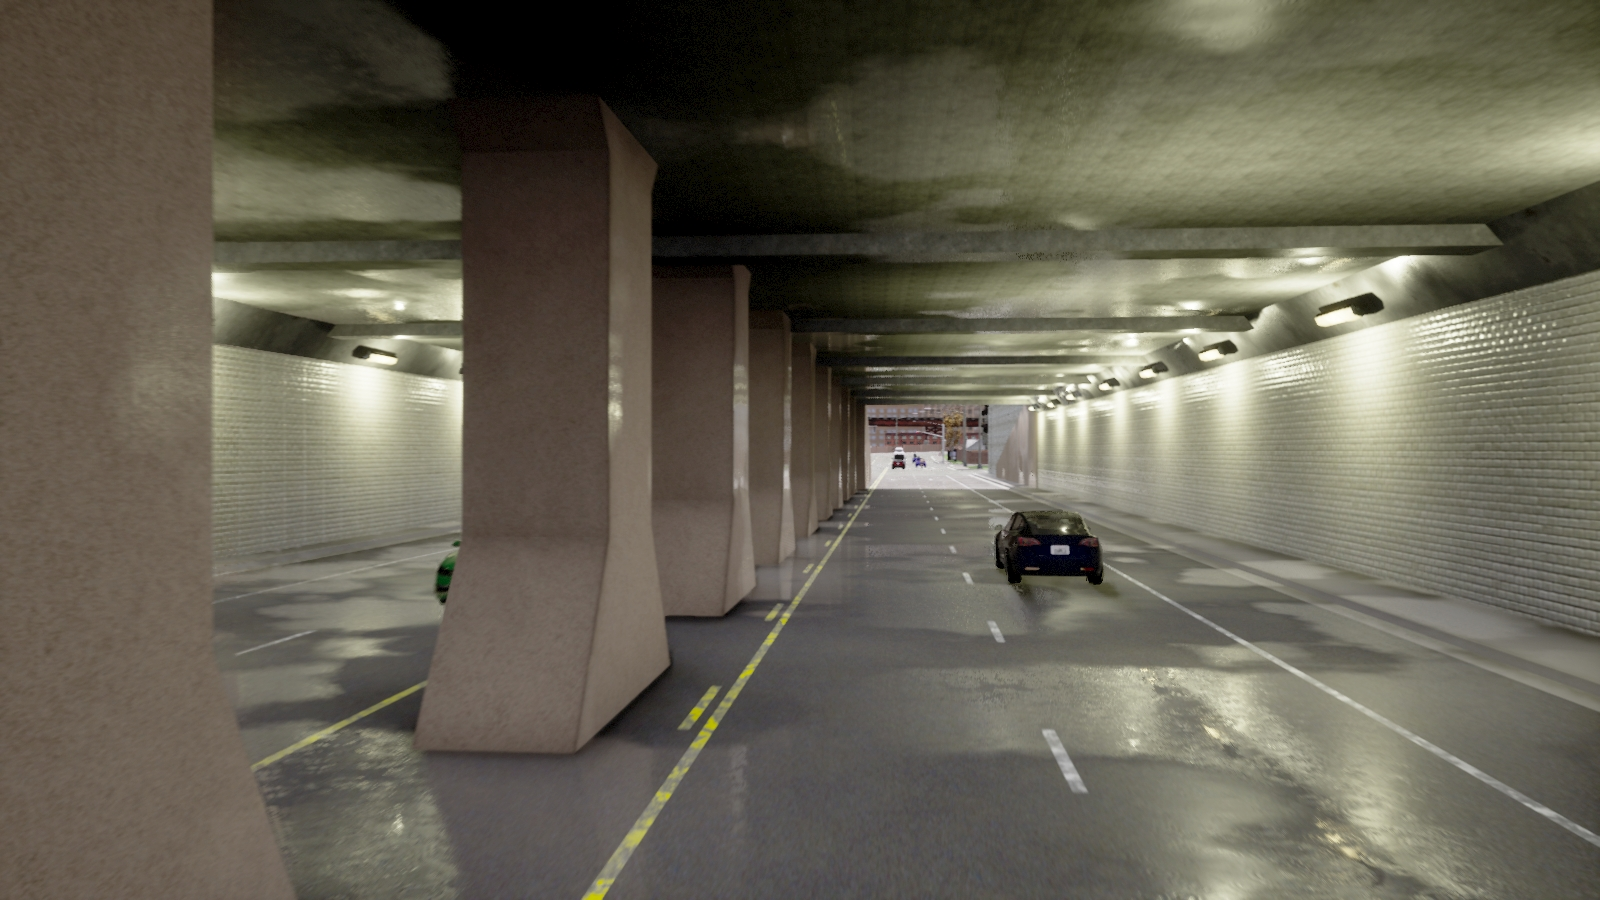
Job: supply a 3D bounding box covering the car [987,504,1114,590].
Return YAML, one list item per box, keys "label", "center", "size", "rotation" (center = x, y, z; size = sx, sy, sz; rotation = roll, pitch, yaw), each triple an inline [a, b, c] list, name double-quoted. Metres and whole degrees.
- label: "car"
  center: [5.430, 2.064, 25.395]
  size: [2.163, 1.488, 4.792]
  rotation: [0, 0, 5]

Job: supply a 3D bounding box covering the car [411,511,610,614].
- label: "car"
  center: [-5.374, 2.060, 22.025]
  size: [2.231, 1.480, 4.892]
  rotation: [0, 0, 5]
